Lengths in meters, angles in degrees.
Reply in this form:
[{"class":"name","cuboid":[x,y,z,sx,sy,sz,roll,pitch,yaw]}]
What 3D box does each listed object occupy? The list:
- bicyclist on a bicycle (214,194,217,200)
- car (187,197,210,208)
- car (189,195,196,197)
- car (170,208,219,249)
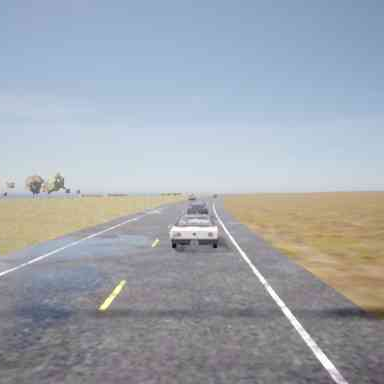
[{"class":"bicyclist on a bicycle","cuboid":[6.409,1.394,94.899,0.582,1.620,1.656,0,0,7]},{"class":"car","cuboid":[0.534,1.491,29.550,2.128,1.511,4.902,0,0,2]},{"class":"car","cuboid":[0.128,1.484,77.612,2.033,1.411,5.357,0,0,5]},{"class":"car","cuboid":[0.133,1.616,14.616,1.895,1.301,4.718,0,0,1]}]
